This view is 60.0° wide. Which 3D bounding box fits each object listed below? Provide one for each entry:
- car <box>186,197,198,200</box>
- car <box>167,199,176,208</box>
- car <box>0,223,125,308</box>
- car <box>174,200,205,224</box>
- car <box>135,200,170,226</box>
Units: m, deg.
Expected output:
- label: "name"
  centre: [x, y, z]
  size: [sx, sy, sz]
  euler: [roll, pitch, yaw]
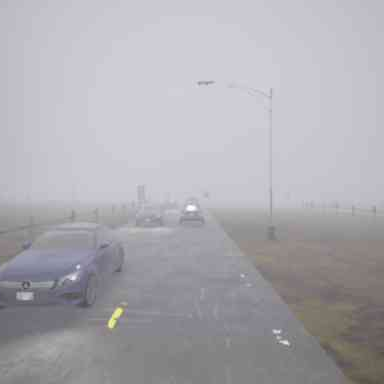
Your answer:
- label: "car"
  centre: [0.042, 1.391, 40.261]
  size: [2.097, 1.767, 4.553]
  euler: [0, 0, 0]
- label: "car"
  centre: [-2.771, 1.615, 43.975]
  size: [1.994, 1.385, 4.181]
  euler: [0, 0, 0]
- label: "car"
  centre: [-2.853, 1.525, 8.049]
  size: [1.812, 1.442, 4.674]
  euler: [0, 0, 0]
- label: "car"
  centre: [0.005, 1.559, 24.766]
  size: [2.033, 1.411, 5.357]
  euler: [0, 0, 0]
- label: "car"
  centre: [-2.808, 1.536, 23.556]
  size: [1.812, 1.442, 4.674]
  euler: [0, 0, 0]
